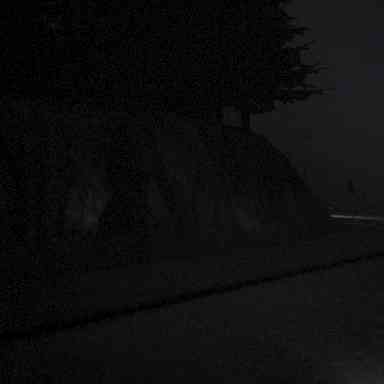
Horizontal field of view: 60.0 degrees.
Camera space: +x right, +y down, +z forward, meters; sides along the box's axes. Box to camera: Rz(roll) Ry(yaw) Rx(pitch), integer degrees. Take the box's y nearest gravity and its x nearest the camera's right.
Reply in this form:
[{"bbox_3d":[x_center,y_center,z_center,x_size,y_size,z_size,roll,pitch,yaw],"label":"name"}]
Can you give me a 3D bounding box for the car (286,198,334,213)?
[{"bbox_3d":[13.424,1.502,37.312,1.837,1.490,4.892,0,0,-35],"label":"car"}]
